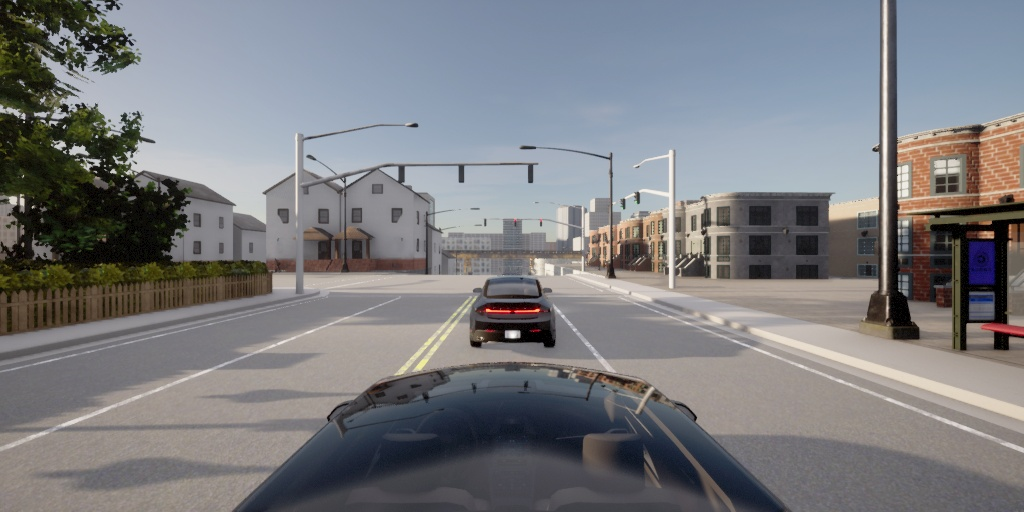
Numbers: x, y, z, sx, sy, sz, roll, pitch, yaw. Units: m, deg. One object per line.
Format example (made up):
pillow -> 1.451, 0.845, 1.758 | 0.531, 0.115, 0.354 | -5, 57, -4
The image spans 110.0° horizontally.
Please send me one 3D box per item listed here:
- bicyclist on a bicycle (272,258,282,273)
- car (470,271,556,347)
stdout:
bicyclist on a bicycle -> -25.503, 1.053, 38.848 | 0.582, 1.620, 1.656 | 0, 0, 0
car -> 0.015, 1.255, 9.291 | 1.837, 1.490, 4.892 | 0, 0, 0
